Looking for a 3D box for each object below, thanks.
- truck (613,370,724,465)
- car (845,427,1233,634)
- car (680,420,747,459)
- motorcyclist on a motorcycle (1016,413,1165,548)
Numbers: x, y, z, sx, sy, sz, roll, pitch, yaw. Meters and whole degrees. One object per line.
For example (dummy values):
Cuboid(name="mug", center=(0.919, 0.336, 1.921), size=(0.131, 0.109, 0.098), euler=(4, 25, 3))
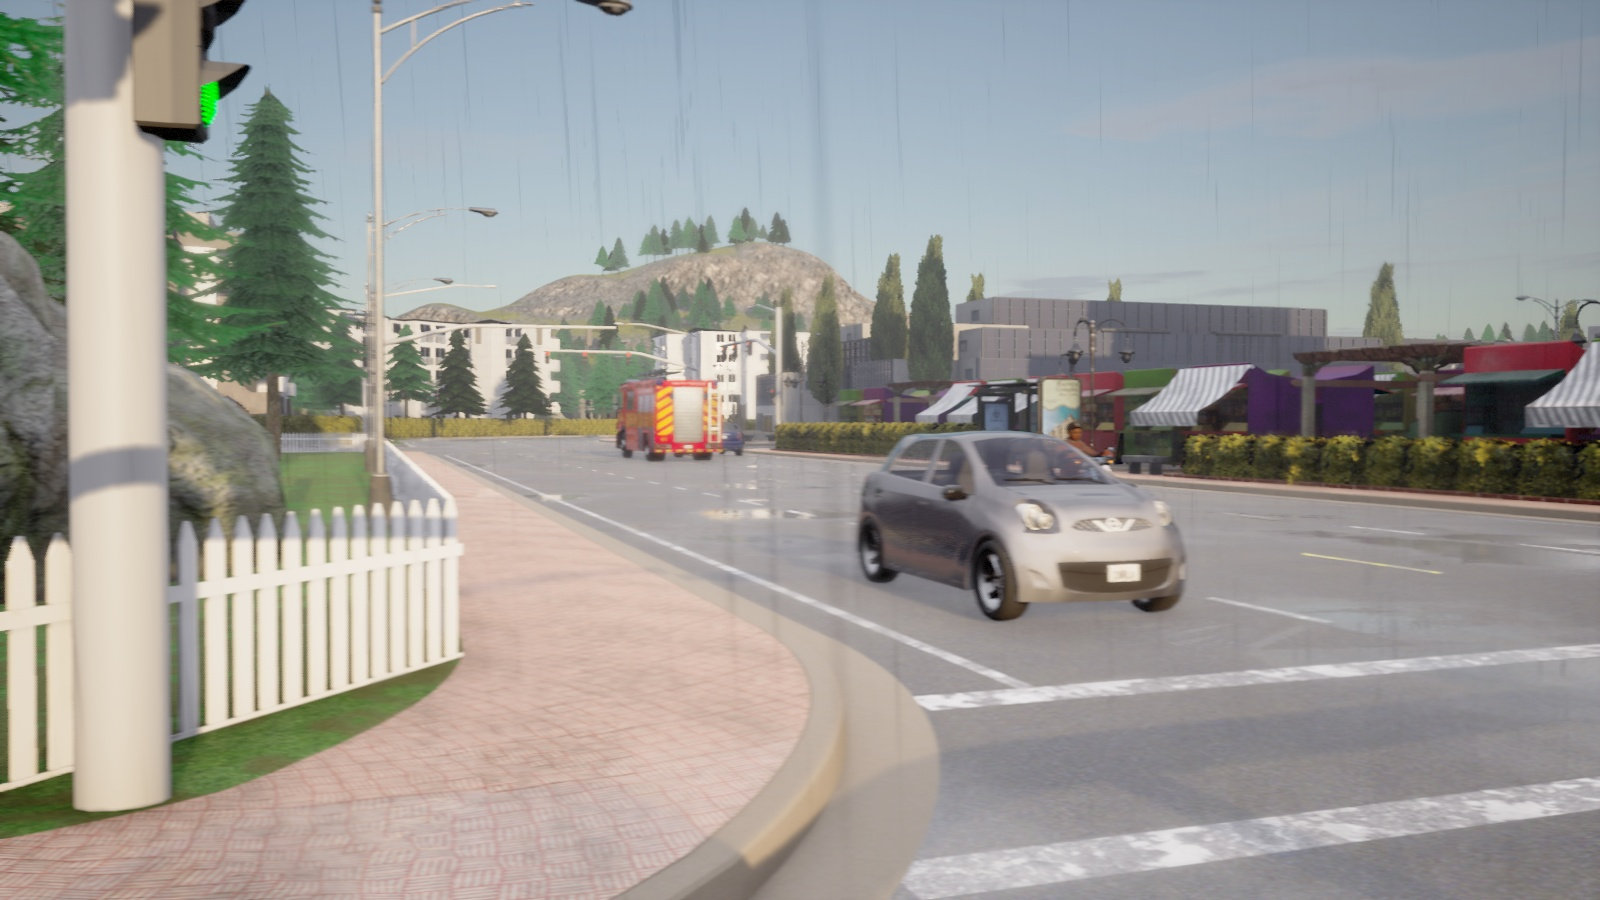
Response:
Cuboid(name="truck", center=(-5.926, -1.385, 55.171), size=(2.891, 3.827, 8.468), euler=(-2, 1, -19))
Cuboid(name="car", center=(1.937, 0.567, 11.317), size=(1.845, 1.501, 3.633), euler=(-2, 1, -19))
Cuboid(name="car", center=(-4.244, -0.524, 61.077), size=(2.097, 1.767, 4.553), euler=(-2, 1, -19))
Cuboid(name="motorcyclist on a motorcycle", center=(3.791, 0.349, 16.637), size=(0.766, 1.649, 2.350), euler=(-2, 1, -19))
